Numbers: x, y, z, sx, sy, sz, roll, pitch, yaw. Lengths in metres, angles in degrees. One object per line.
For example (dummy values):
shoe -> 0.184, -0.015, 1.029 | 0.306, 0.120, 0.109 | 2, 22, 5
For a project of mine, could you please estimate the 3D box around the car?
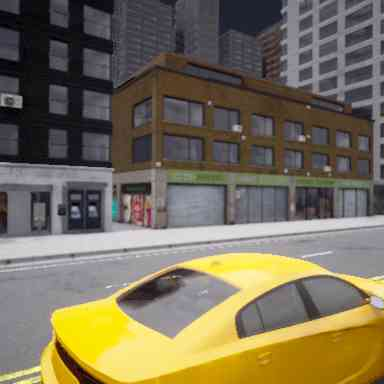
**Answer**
car -> 0.934, 1.513, 4.004 | 5.008, 1.535, 1.882 | 1, -1, -34
